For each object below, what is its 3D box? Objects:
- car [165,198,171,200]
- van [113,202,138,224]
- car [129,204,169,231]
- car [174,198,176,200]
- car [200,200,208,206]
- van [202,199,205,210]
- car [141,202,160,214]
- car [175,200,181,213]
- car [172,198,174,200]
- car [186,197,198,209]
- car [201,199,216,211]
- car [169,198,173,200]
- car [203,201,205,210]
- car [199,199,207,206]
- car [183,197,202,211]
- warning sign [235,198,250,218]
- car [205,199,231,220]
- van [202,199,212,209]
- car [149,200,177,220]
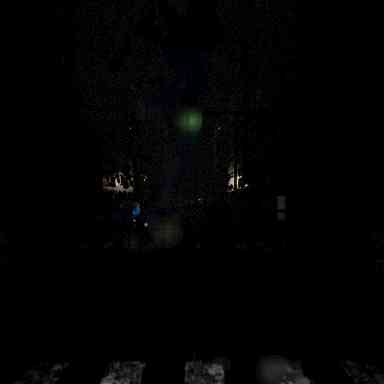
[{"bbox_3d":[-5.379,2.302,59.982,1.752,1.417,4.829,0,-1,0],"label":"car"},{"bbox_3d":[-5.399,1.702,27.718,1.690,1.788,3.998,0,-1,0],"label":"van"},{"bbox_3d":[-2.843,1.804,22.979,1.837,1.490,4.892,0,-1,0],"label":"car"},{"bbox_3d":[-5.369,2.302,76.371,2.192,1.841,5.009,0,-1,0],"label":"car"},{"bbox_3d":[2.691,2.514,76.537,1.752,1.417,4.829,0,-1,0],"label":"car"},{"bbox_3d":[2.706,1.981,49.340,1.690,1.788,3.998,0,-1,0],"label":"van"},{"bbox_3d":[-5.389,2.115,43.933,1.887,1.381,4.507,0,-1,0],"label":"car"},{"bbox_3d":[-2.819,2.184,44.949,1.895,1.301,4.718,0,-1,0],"label":"car"},{"bbox_3d":[-5.372,2.483,70.962,1.947,1.339,4.313,0,-1,0],"label":"car"},{"bbox_3d":[0.022,2.036,62.956,2.150,2.045,5.566,0,-1,0],"label":"car"},{"bbox_3d":[2.703,2.024,54.747,2.192,1.841,5.009,0,-1,0],"label":"car"},{"bbox_3d":[-5.375,2.399,65.556,2.008,1.369,4.403,0,-1,0],"label":"car"},{"bbox_3d":[2.713,2.051,38.526,2.008,1.369,4.403,0,-1,0],"label":"car"},{"bbox_3d":[2.688,2.497,81.773,1.967,1.590,4.097,0,-1,0],"label":"car"},{"bbox_3d":[0.071,2.039,53.029,2.097,1.767,4.553,0,-1,0],"label":"car"},{"bbox_3d":[4.954,1.540,32.668,1.300,1.860,1.060,0,-1,0],"label":"warning sign"},{"bbox_3d":[2.716,1.746,33.123,2.192,1.841,5.009,0,-1,0],"label":"car"},{"bbox_3d":[2.700,2.120,60.152,1.690,1.788,3.998,0,-1,0],"label":"van"},{"bbox_3d":[-2.838,1.909,33.197,1.882,1.535,5.008,0,-1,0],"label":"car"}]
